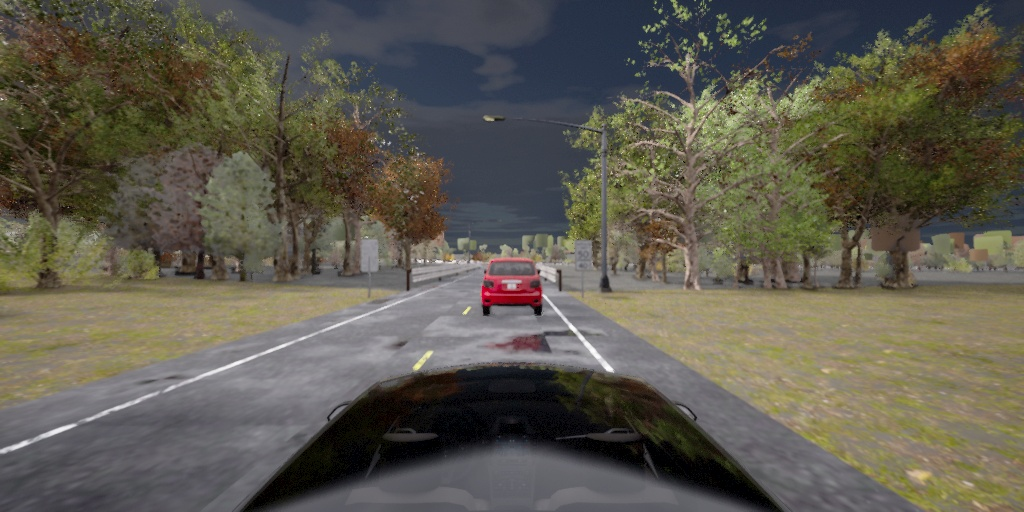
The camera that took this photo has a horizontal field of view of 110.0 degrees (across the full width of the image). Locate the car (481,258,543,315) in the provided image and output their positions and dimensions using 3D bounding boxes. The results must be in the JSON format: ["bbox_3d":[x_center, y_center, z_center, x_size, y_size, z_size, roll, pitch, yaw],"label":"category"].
[{"bbox_3d":[0.014,1.100,14.422,2.150,2.045,5.566,0,0,0],"label":"car"}]
